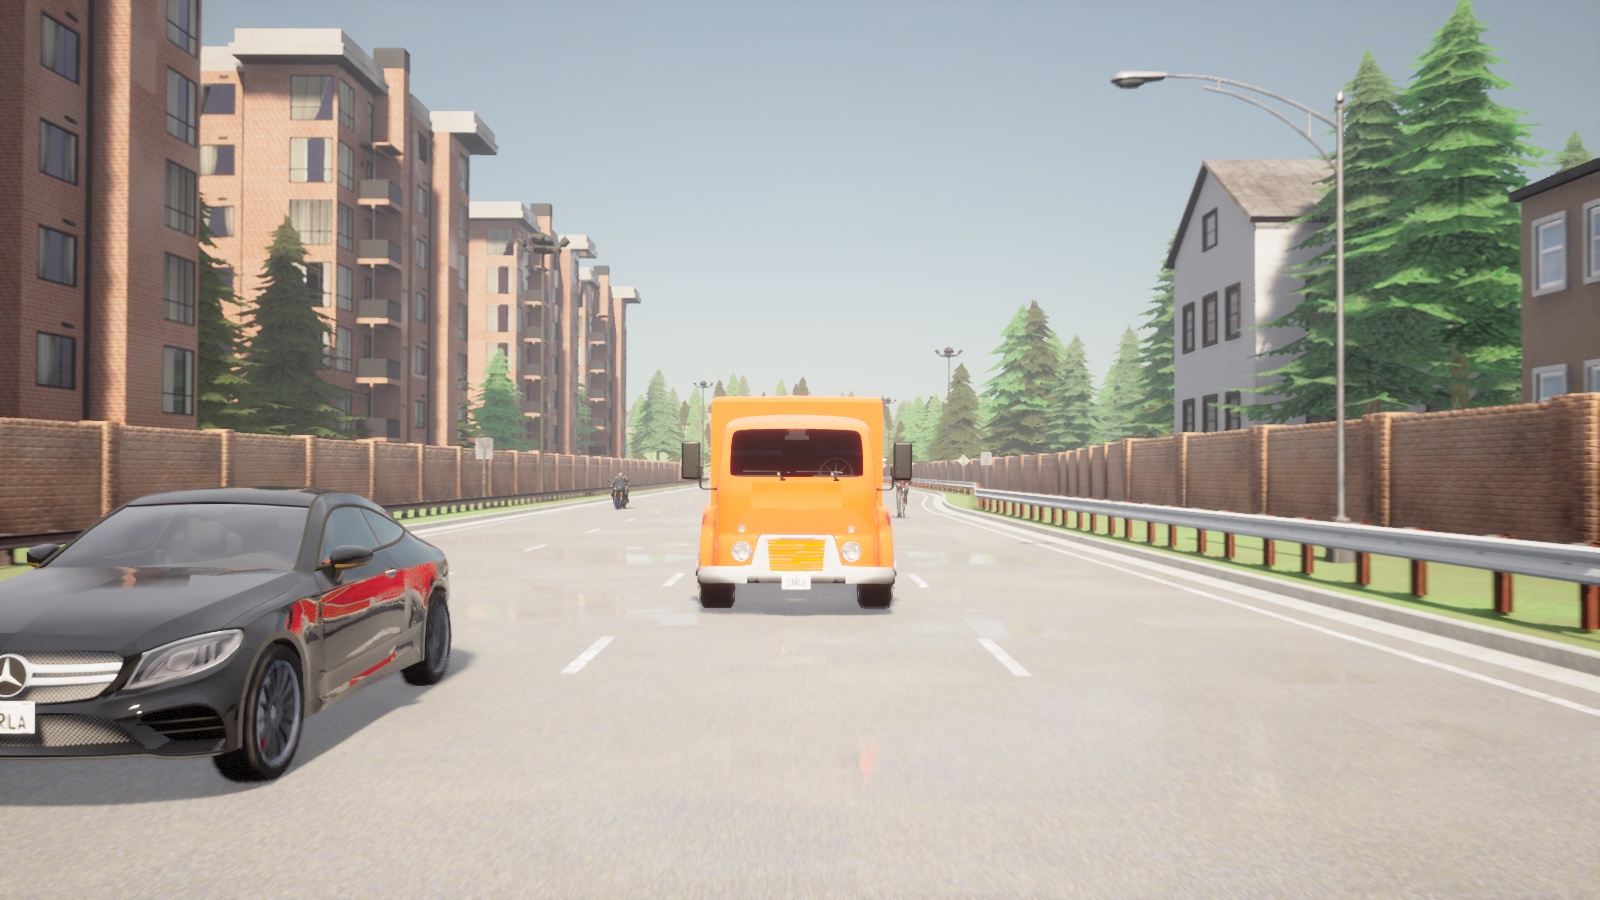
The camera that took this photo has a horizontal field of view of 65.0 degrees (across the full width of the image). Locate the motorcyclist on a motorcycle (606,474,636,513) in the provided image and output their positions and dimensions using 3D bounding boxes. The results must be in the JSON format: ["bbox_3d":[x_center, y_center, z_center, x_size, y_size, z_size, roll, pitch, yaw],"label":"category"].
[{"bbox_3d":[-7.121,1.714,49.989,0.866,1.530,2.191,0,-1,0],"label":"motorcyclist on a motorcycle"}]

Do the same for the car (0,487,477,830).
[{"bbox_3d":[-3.513,0.986,7.852,1.812,1.442,4.674,0,-1,0],"label":"car"}]

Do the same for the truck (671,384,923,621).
[{"bbox_3d":[-0.040,0.592,15.781,2.627,2.467,5.204,0,-1,0],"label":"truck"}]
